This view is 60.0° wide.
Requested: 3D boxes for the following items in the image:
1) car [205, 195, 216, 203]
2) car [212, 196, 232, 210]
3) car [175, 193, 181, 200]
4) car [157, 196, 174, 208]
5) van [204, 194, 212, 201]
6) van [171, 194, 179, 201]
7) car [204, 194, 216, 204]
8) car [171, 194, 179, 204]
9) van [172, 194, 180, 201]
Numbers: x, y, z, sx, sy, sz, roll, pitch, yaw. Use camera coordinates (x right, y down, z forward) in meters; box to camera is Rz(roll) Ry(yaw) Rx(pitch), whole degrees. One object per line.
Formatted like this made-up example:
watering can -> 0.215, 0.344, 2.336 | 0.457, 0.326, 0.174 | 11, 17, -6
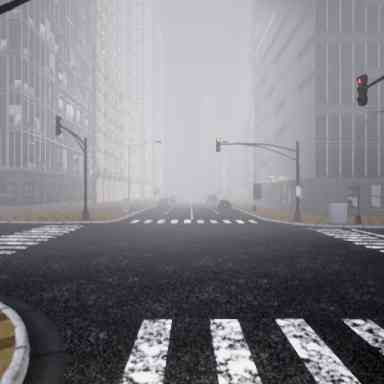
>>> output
car -> 3.803, 1.420, 69.498 | 1.967, 1.590, 4.097 | 0, 0, 0
car -> 3.952, 1.572, 41.861 | 1.947, 1.339, 4.313 | 0, 0, 0
car -> -4.097, 1.413, 74.997 | 1.967, 1.590, 4.097 | 0, 0, 0
car -> -3.998, 1.585, 47.359 | 1.802, 1.307, 4.206 | 0, 0, 0
van -> 3.763, 1.307, 80.553 | 1.690, 1.788, 3.998 | 0, 0, 0
van -> -4.117, 1.307, 80.525 | 1.690, 1.788, 3.998 | 0, 0, 0
car -> 3.823, 1.302, 63.970 | 2.192, 1.841, 5.009 | 0, 0, 0
car -> -4.057, 1.553, 63.942 | 1.947, 1.339, 4.313 | 0, 0, 0
van -> -4.137, 1.300, 86.052 | 1.690, 1.788, 3.998 | 0, 0, 0
